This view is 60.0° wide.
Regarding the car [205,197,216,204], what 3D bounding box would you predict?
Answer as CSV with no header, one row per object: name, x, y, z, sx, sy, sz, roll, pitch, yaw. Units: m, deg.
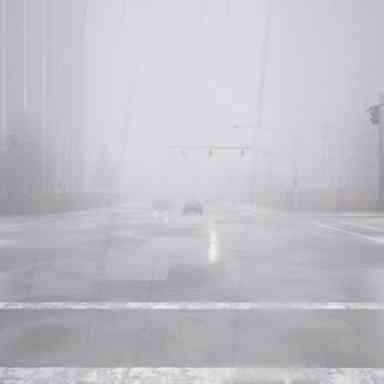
car,3.535,1.601,64.979,1.895,1.301,4.718,0,0,0

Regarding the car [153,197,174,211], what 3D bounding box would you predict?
car,-3.577,1.564,40.754,1.994,1.385,4.181,0,0,0

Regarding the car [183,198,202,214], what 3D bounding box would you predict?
car,0.105,1.601,34.821,1.895,1.301,4.718,0,0,1
